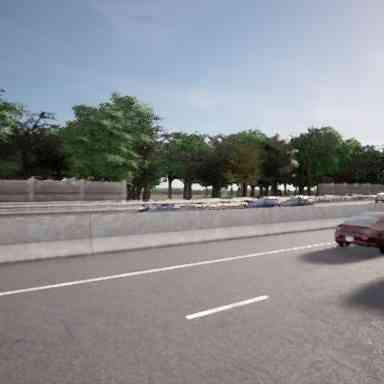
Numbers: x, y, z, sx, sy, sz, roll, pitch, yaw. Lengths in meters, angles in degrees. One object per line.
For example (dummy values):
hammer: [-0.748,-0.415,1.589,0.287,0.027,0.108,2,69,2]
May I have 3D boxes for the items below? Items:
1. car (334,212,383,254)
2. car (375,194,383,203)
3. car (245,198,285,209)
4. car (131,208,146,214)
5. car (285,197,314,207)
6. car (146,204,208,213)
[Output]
car: [7.583,1.512,13.331,4.674,1.442,1.812,0,0,-35]
car: [32.862,1.034,56.186,4.902,1.511,2.128,-1,1,-34]
car: [8.230,1.450,38.613,4.674,1.442,1.812,-1,0,-37]
car: [-2.361,1.558,23.708,4.181,1.385,1.994,0,0,-35]
car: [11.831,1.408,37.683,4.892,1.490,1.837,-1,0,-34]
car: [-0.393,1.558,20.815,4.181,1.385,1.994,0,0,-35]
